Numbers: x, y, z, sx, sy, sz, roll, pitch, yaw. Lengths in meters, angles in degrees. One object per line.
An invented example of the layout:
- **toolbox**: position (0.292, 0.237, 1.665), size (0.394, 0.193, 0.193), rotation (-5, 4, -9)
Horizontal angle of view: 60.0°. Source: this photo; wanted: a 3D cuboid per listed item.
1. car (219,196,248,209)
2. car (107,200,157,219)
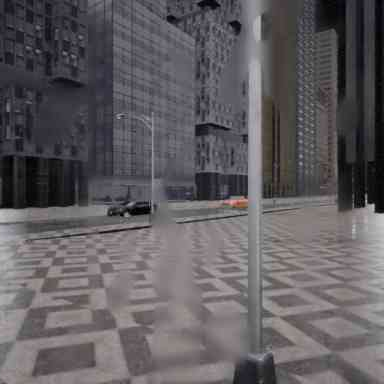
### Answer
- **car**: position (5.489, 1.295, 43.814), size (2.097, 1.767, 4.553), rotation (0, 0, 37)
- **car**: position (-5.173, 1.446, 29.284), size (1.882, 1.535, 5.008), rotation (0, 0, 36)
